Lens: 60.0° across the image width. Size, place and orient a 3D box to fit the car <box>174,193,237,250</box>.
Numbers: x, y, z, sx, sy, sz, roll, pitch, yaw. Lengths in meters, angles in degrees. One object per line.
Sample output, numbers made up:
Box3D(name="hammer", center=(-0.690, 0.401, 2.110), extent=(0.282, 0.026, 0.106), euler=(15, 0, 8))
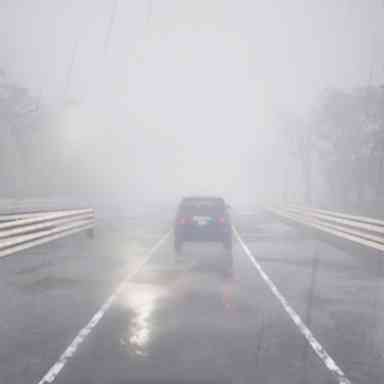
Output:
Box3D(name="car", center=(0.501, 1.151, 14.117), extent=(2.150, 2.045, 5.566), euler=(0, 0, 3))
